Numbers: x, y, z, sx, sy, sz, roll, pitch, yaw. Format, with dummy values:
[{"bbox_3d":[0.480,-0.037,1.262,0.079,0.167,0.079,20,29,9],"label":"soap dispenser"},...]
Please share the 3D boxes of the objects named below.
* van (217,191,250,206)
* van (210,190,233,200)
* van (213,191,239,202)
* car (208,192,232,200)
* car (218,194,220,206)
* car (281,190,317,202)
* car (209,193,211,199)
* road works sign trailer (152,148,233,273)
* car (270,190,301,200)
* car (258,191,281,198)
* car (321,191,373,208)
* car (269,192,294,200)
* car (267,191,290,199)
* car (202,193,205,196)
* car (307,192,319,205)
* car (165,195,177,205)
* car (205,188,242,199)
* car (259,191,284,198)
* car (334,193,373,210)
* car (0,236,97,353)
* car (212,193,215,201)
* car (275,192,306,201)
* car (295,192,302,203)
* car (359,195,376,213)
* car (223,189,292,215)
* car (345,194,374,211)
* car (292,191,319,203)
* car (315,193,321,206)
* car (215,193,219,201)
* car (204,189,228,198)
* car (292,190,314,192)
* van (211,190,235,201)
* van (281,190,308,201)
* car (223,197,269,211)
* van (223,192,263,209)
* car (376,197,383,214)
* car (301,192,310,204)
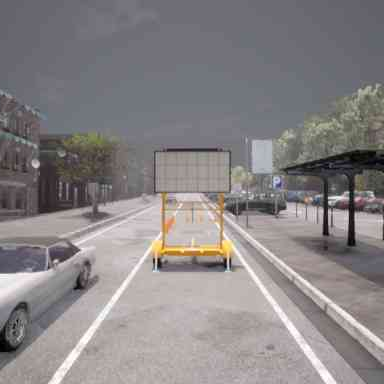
[{"bbox_3d":[5.888,0.899,47.088,4.442,1.987,1.878,0,1,0],"label":"van"},{"bbox_3d":[5.886,0.610,66.714,4.442,1.987,1.878,0,1,0],"label":"van"},{"bbox_3d":[5.887,0.751,58.308,4.442,1.987,1.878,0,1,0],"label":"van"},{"bbox_3d":[5.762,0.789,69.521,4.892,1.521,2.231,0,1,0],"label":"car"},{"bbox_3d":[5.588,1.254,33.072,5.366,1.575,1.946,0,1,0],"label":"car"},{"bbox_3d":[18.878,0.716,58.898,5.566,2.045,2.435,0,1,0],"label":"car"},{"bbox_3d":[5.777,1.019,55.504,4.892,1.521,2.231,0,1,0],"label":"car"},{"bbox_3d":[0.017,0.429,10.554,2.380,3.560,2.880,0,0,1],"label":"road works sign trailer"},{"bbox_3d":[18.878,0.576,67.224,5.566,2.045,2.435,0,1,0],"label":"car"},{"bbox_3d":[18.853,0.595,81.106,4.892,1.521,2.231,0,1,0],"label":"car"},{"bbox_3d":[18.823,0.949,39.465,5.566,2.045,2.435,0,1,0],"label":"car"},{"bbox_3d":[18.820,0.810,70.004,4.792,1.488,2.163,0,1,0],"label":"car"},{"bbox_3d":[18.879,0.608,72.778,4.553,1.767,2.185,0,1,0],"label":"car"},{"bbox_3d":[5.739,0.395,77.926,5.566,2.045,2.435,0,1,0],"label":"car"},{"bbox_3d":[18.846,1.148,45.019,5.008,1.535,2.097,0,1,0],"label":"car"},{"bbox_3d":[-3.283,1.151,49.181,1.994,1.385,4.181,0,1,0],"label":"car"},{"bbox_3d":[5.742,0.679,61.107,5.566,2.045,2.435,0,1,0],"label":"car"},{"bbox_3d":[18.662,0.637,78.329,5.366,1.575,1.946,0,1,0],"label":"car"},{"bbox_3d":[18.857,1.225,36.691,5.008,1.535,2.097,0,1,0],"label":"car"},{"bbox_3d":[-3.342,1.588,6.229,1.895,1.301,4.718,0,0,0],"label":"car"},{"bbox_3d":[5.800,1.124,49.893,4.792,1.488,2.163,0,1,0],"label":"car"},{"bbox_3d":[19.035,0.871,64.452,5.366,1.575,1.946,0,1,0],"label":"car"},{"bbox_3d":[18.821,1.118,50.568,4.792,1.488,2.163,0,1,0],"label":"car"},{"bbox_3d":[18.859,1.276,31.140,4.892,1.521,2.231,0,1,0],"label":"car"},{"bbox_3d":[5.745,1.031,30.266,5.566,2.045,2.435,0,1,0],"label":"car"},{"bbox_3d":[18.858,1.250,33.915,5.008,1.535,2.097,0,1,0],"label":"car"},{"bbox_3d":[18.879,1.079,53.351,4.792,1.488,2.163,0,1,0],"label":"car"},{"bbox_3d":[18.846,1.177,42.241,4.892,1.521,2.231,0,1,0],"label":"car"},{"bbox_3d":[5.767,1.181,41.482,5.008,1.535,2.097,0,1,0],"label":"car"},{"bbox_3d":[5.739,0.348,80.728,5.566,2.045,2.435,0,1,0],"label":"car"},{"bbox_3d":[18.822,0.758,56.122,5.566,2.045,2.435,0,1,0],"label":"car"},{"bbox_3d":[5.886,0.657,63.911,4.442,1.987,1.878,0,1,0],"label":"van"},{"bbox_3d":[18.966,0.695,61.674,4.442,1.987,1.878,0,1,0],"label":"van"},{"bbox_3d":[5.775,1.272,35.876,4.674,1.452,2.002,0,1,0],"label":"car"},{"bbox_3d":[5.889,0.981,38.676,4.442,1.987,1.878,0,1,0],"label":"van"},{"bbox_3d":[18.882,1.330,28.365,4.792,1.488,2.163,0,1,0],"label":"car"},{"bbox_3d":[19.036,1.115,47.796,5.366,1.575,1.946,0,1,0],"label":"car"}]
